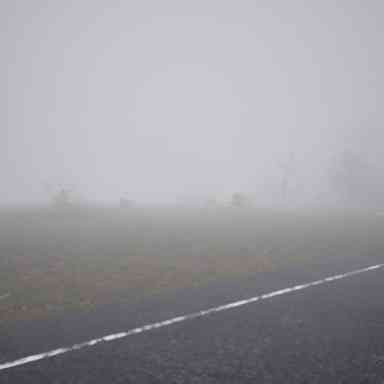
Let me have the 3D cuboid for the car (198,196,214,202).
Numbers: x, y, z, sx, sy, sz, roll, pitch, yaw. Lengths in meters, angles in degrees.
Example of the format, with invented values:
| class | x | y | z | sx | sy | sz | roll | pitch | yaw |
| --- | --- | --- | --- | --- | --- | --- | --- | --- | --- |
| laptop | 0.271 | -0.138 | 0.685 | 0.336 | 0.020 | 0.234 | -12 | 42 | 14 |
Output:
| class | x | y | z | sx | sy | sz | roll | pitch | yaw |
| --- | --- | --- | --- | --- | --- | --- | --- | --- | --- |
| car | 2.167 | 1.410 | 65.321 | 2.033 | 1.411 | 5.357 | 0 | 0 | -33 |
